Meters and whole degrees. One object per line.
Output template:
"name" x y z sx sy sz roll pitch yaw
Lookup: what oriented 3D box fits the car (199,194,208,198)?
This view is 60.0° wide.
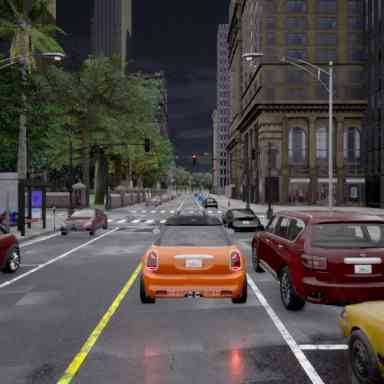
"car" 2.472 1.493 56.002 1.752 1.417 4.829 0 0 0

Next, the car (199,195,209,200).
"car" 2.501 1.539 50.412 1.947 1.339 4.313 0 0 0

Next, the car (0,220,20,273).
"car" -5.801 1.438 7.676 1.967 1.590 4.097 0 0 0

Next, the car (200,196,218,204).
"car" 2.530 1.543 44.992 1.947 1.339 4.313 0 0 0

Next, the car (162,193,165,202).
"car" -6.053 1.408 55.807 1.967 1.590 4.097 0 0 0

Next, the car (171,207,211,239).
"car" -0.030 1.595 18.145 1.895 1.301 4.718 0 0 0

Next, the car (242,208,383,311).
"car" 2.724 1.313 7.705 2.192 1.841 5.009 0 0 0

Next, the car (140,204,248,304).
"car" 0.033 1.350 8.326 2.097 1.767 4.553 0 0 0

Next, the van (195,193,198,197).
"van" 2.330 1.274 82.934 1.690 1.788 3.998 0 0 0

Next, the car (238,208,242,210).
"car" 2.668 1.560 18.555 1.947 1.339 4.313 0 0 0

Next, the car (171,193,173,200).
"car" -6.167 1.256 77.488 2.192 1.841 5.009 0 0 0

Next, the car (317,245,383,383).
"car" 2.753 1.525 2.450 1.752 1.417 4.829 0 0 0

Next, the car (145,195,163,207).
"car" -6.024 1.523 50.387 2.008 1.369 4.403 0 0 0

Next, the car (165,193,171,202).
"car" -6.138 1.389 72.068 1.967 1.590 4.097 0 0 0

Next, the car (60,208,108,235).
"car" -5.857 1.576 18.528 1.802 1.307 4.206 0 0 0

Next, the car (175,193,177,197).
"car" -6.252 1.229 93.749 2.192 1.841 5.009 0 0 0
